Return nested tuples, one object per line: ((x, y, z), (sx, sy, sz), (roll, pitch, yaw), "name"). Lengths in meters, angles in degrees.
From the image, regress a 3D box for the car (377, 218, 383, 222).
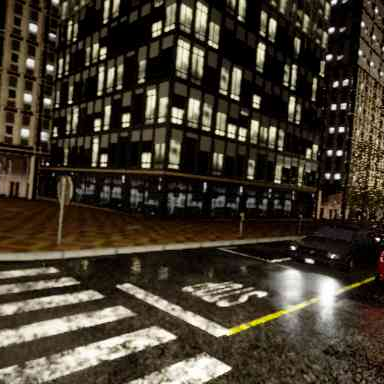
((15.736, 2.776, 26.258), (4.097, 1.590, 1.967), (5, 0, -45), "car")

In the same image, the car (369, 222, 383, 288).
((7.230, 1.969, 9.797), (4.553, 1.767, 2.097), (5, 0, -44), "car")

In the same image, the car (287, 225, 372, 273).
((5.757, 2.026, 12.721), (5.357, 1.411, 2.033), (5, 0, -45), "car")
